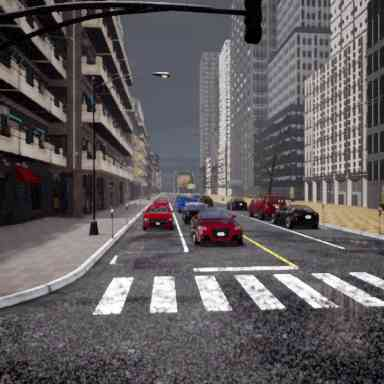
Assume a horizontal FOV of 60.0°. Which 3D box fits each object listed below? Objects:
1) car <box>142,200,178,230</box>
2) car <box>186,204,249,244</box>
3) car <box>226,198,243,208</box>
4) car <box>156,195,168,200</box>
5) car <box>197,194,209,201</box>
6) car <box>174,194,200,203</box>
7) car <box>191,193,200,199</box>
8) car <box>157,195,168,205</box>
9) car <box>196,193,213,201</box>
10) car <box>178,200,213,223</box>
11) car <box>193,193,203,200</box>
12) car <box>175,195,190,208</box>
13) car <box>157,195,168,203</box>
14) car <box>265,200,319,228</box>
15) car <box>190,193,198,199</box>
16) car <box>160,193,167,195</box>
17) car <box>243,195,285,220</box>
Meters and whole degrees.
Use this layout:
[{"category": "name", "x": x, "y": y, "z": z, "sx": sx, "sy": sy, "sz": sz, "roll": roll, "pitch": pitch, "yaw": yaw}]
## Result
[{"category": "car", "x": -2.010, "y": 1.432, "z": 20.011, "sx": 1.887, "sy": 1.381, "sz": 4.507, "roll": 0, "pitch": 0, "yaw": -5}, {"category": "car", "x": 0.980, "y": 1.475, "z": 15.108, "sx": 1.994, "sy": 1.385, "sz": 4.181, "roll": 0, "pitch": 0, "yaw": -5}, {"category": "car", "x": 5.000, "y": 1.343, "z": 37.202, "sx": 1.947, "sy": 1.339, "sz": 4.313, "roll": 0, "pitch": 0, "yaw": -5}, {"category": "car", "x": -3.353, "y": 1.341, "z": 36.524, "sx": 1.887, "sy": 1.381, "sz": 4.507, "roll": 0, "pitch": 0, "yaw": -5}, {"category": "car", "x": 2.315, "y": 1.177, "z": 70.231, "sx": 1.947, "sy": 1.339, "sz": 4.313, "roll": 0, "pitch": 0, "yaw": -5}, {"category": "car", "x": -0.563, "y": 1.282, "z": 34.229, "sx": 1.882, "sy": 1.535, "sz": 5.008, "roll": 0, "pitch": 0, "yaw": -4}, {"category": "car", "x": 0.974, "y": 1.089, "z": 86.745, "sx": 2.008, "sy": 1.369, "sz": 4.403, "roll": 0, "pitch": 0, "yaw": -5}, {"category": "car", "x": -4.682, "y": 1.236, "z": 52.870, "sx": 1.752, "sy": 1.417, "sz": 4.829, "roll": 0, "pitch": 0, "yaw": -5}, {"category": "car", "x": 1.728, "y": 1.247, "z": 44.787, "sx": 1.837, "sy": 1.490, "sz": 4.892, "roll": 0, "pitch": 0, "yaw": -4}, {"category": "car", "x": 0.271, "y": 1.462, "z": 23.859, "sx": 1.895, "sy": 1.301, "sz": 4.718, "roll": 0, "pitch": 0, "yaw": -5}, {"category": "car", "x": 1.421, "y": 1.003, "z": 81.239, "sx": 1.967, "sy": 1.590, "sz": 4.097, "roll": 0, "pitch": 0, "yaw": -5}, {"category": "car", "x": -1.365, "y": 1.254, "z": 44.612, "sx": 1.837, "sy": 1.490, "sz": 4.892, "roll": 0, "pitch": 0, "yaw": -4}, {"category": "car", "x": -5.143, "y": 1.248, "z": 58.543, "sx": 1.947, "sy": 1.339, "sz": 4.313, "roll": 0, "pitch": 0, "yaw": -5}, {"category": "car", "x": 6.342, "y": 1.434, "z": 20.689, "sx": 1.947, "sy": 1.339, "sz": 4.313, "roll": 0, "pitch": 0, "yaw": -5}, {"category": "car", "x": 0.526, "y": 1.066, "z": 92.250, "sx": 2.008, "sy": 1.369, "sz": 4.403, "roll": 0, "pitch": 0, "yaw": -5}, {"category": "car", "x": -4.234, "y": 1.265, "z": 47.364, "sx": 1.752, "sy": 1.417, "sz": 4.829, "roll": 0, "pitch": 0, "yaw": -5}, {"category": "car", "x": 5.896, "y": 1.152, "z": 26.192, "sx": 2.192, "sy": 1.841, "sz": 5.009, "roll": 0, "pitch": 0, "yaw": -5}]
